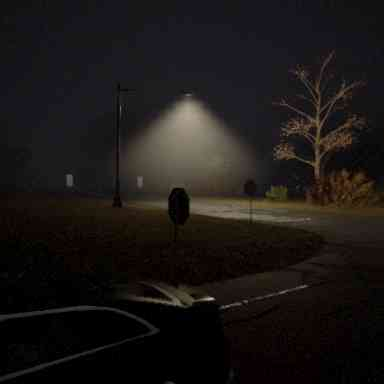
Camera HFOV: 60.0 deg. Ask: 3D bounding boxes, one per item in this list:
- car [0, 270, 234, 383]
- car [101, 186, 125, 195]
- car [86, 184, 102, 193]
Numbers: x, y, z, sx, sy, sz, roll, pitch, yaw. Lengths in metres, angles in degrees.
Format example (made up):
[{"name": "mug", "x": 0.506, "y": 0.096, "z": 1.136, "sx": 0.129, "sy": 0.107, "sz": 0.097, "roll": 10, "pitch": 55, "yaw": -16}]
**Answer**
[{"name": "car", "x": -1.892, "y": 1.497, "z": 2.526, "sx": 4.902, "sy": 1.511, "sz": 2.128, "roll": 0, "pitch": 0, "yaw": -35}, {"name": "car", "x": -12.163, "y": -0.192, "z": 52.364, "sx": 1.994, "sy": 1.385, "sz": 4.181, "roll": 0, "pitch": 2, "yaw": -35}, {"name": "car", "x": -17.484, "y": -0.700, "z": 59.840, "sx": 2.097, "sy": 1.767, "sz": 4.553, "roll": 0, "pitch": 2, "yaw": -35}]
